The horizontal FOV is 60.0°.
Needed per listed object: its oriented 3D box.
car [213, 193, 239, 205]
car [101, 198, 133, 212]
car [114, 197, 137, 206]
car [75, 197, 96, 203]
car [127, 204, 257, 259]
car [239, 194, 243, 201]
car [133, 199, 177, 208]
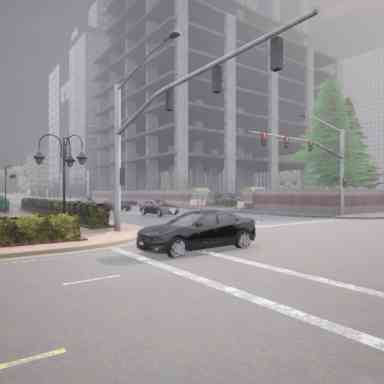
[{"bbox_3d":[5.043,1.114,53.485,1.905,1.878,3.866,0,0,-36],"label":"car"},{"bbox_3d":[-8.836,1.492,38.250,2.033,1.411,5.357,0,0,-36],"label":"car"},{"bbox_3d":[-10.622,1.545,52.962,1.895,1.301,4.718,0,0,-36],"label":"car"},{"bbox_3d":[-14.948,1.449,46.689,1.837,1.490,4.892,0,0,-36],"label":"car"},{"bbox_3d":[0.299,1.467,12.813,5.008,1.535,1.882,-1,0,-36],"label":"car"},{"bbox_3d":[7.433,1.114,55.200,1.905,1.878,3.866,0,0,-36],"label":"car"},{"bbox_3d":[-3.046,1.436,30.283,2.128,1.511,4.902,0,0,-36],"label":"car"}]
